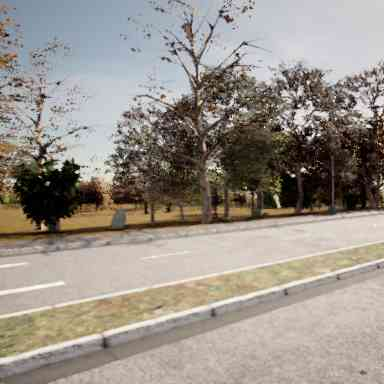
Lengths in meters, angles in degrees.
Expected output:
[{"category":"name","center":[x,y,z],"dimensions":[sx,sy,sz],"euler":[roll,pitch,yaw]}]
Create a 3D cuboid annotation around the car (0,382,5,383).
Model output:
[{"category":"car","center":[-3.064,1.617,0.946],"dimensions":[4.718,1.301,1.895],"euler":[-1,0,-36]}]
